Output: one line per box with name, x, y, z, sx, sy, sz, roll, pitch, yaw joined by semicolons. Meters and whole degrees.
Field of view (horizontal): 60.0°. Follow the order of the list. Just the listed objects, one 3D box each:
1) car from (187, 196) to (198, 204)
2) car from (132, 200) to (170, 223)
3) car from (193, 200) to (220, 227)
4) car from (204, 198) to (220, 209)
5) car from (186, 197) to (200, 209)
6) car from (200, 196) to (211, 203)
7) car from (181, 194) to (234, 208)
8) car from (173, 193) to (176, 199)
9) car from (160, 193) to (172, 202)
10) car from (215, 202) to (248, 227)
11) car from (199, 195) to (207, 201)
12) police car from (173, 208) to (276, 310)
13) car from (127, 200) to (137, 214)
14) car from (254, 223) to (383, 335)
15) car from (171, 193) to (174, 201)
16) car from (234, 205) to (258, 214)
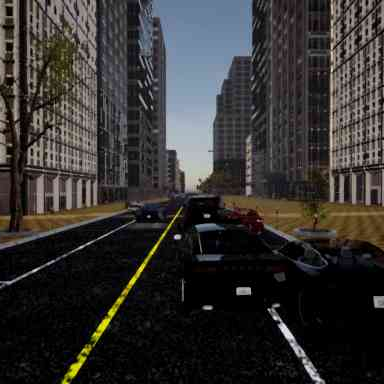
car;0.094;1.511;62.012;2.033;1.411;5.357;0;0;0
car;-3.058;1.552;25.641;1.994;1.385;4.181;0;0;0
car;0.937;1.444;24.152;1.801;1.575;5.366;0;0;0
car;2.752;1.520;46.198;1.887;1.381;4.507;-1;0;0
car;0.120;1.453;46.568;1.882;1.535;5.008;0;0;1
car;2.786;1.508;68.769;2.008;1.369;4.403;-1;0;0
car;0.693;1.207;17.983;2.150;2.045;5.566;-1;0;0
car;-5.572;1.256;85.686;2.192;1.841;5.009;-1;0;0
car;-5.595;1.483;68.593;1.752;1.417;4.829;-1;0;0
car;2.719;1.514;23.796;1.752;1.417;4.829;-1;0;0
car;2.812;1.492;85.697;2.008;1.369;4.403;-1;0;0
police car;0.619;1.422;8.030;1.930;1.638;5.238;0;0;-5
car;-5.645;1.533;34.914;2.008;1.369;4.403;-1;0;0
car;2.694;1.563;6.699;1.947;1.339;4.313;-1;0;0
car;-5.586;1.534;74.404;1.802;1.307;4.206;-1;0;0
car;2.710;1.537;17.984;1.887;1.381;4.507;-1;0;0
